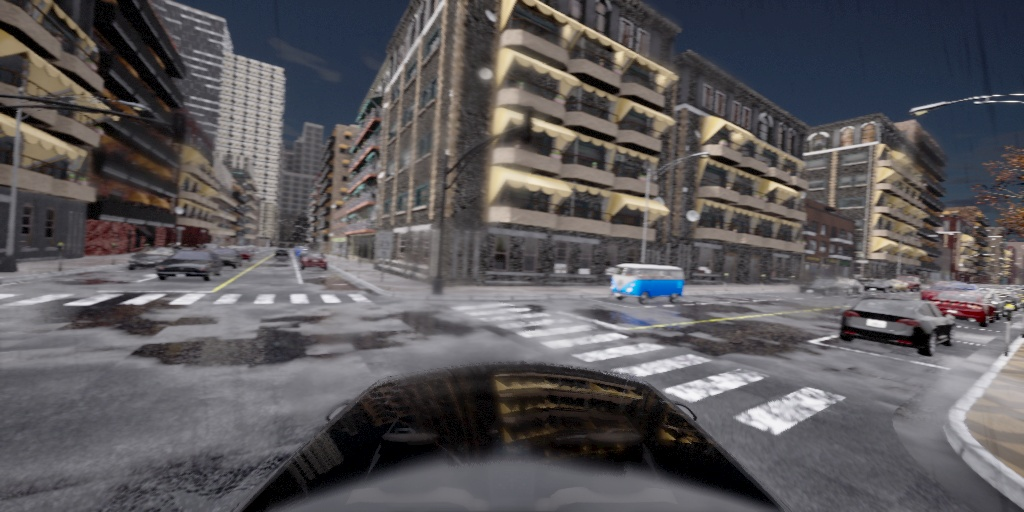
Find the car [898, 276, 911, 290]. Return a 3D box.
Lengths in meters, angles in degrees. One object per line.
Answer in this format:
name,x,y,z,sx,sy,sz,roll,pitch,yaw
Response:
car,43.829,3.375,41.301,4.829,1.417,1.751,0,0,-33

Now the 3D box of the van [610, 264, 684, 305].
van,6.501,1.315,17.357,3.998,1.789,1.690,0,0,-33

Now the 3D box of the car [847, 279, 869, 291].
car,29.920,2.695,32.379,4.403,1.370,2.007,0,0,-33

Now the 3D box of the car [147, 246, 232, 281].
car,-15.934,0.400,18.056,2.033,1.411,5.357,4,-1,-32

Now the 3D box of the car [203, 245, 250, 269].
car,-21.248,0.128,26.622,2.033,1.411,5.357,4,-1,-32

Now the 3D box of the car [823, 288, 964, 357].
car,11.012,1.847,10.300,4.313,1.339,1.948,0,0,-33

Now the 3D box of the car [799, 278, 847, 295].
car,25.237,2.476,29.375,4.313,1.339,1.948,0,0,-33

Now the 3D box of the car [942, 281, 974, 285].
car,42.153,3.290,33.437,5.008,1.535,1.882,3,1,-33

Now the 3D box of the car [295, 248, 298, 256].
car,-25.576,-0.003,44.487,2.007,1.370,4.403,0,0,-32

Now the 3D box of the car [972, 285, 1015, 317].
car,25.063,2.533,19.313,4.403,1.370,2.007,0,0,-33

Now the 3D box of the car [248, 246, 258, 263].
car,-26.572,-0.090,35.214,1.895,1.301,4.718,4,-1,-32

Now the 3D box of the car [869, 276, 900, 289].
car,39.288,3.180,38.389,4.313,1.339,1.948,0,0,-33

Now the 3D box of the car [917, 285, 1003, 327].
car,20.378,2.294,16.308,4.507,1.381,1.888,0,0,-33

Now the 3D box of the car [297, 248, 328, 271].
car,-16.839,0.332,30.399,1.967,1.591,4.097,0,0,-32

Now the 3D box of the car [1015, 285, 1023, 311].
car,34.431,3.002,25.322,4.403,1.370,2.007,0,0,-33

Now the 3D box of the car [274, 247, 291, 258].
car,-33.990,-0.515,53.090,1.837,1.490,4.892,4,-1,-32

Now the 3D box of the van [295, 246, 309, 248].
van,-31.401,-0.507,53.879,1.690,1.789,3.998,0,0,-32

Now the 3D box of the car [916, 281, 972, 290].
car,33.703,2.953,27.966,4.181,1.385,1.994,3,1,-32

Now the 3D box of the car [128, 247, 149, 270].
car,-21.032,0.105,21.287,2.007,1.370,4.403,0,0,-32
